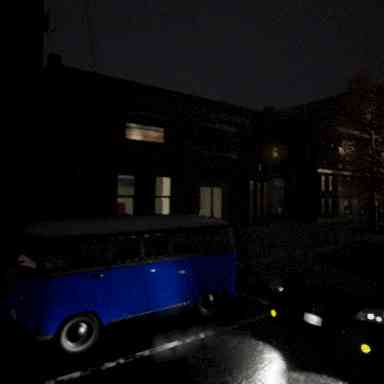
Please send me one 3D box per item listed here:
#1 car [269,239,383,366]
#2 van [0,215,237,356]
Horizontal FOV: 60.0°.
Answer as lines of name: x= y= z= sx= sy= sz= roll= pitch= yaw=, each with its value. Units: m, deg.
car: x=3.289 y=1.565 z=5.708 sx=4.181 sy=1.385 sz=1.994 roll=0 pitch=0 yaw=-35
van: x=-1.048 y=1.342 z=5.789 sx=3.998 sy=1.788 sz=1.690 roll=0 pitch=1 yaw=-35
